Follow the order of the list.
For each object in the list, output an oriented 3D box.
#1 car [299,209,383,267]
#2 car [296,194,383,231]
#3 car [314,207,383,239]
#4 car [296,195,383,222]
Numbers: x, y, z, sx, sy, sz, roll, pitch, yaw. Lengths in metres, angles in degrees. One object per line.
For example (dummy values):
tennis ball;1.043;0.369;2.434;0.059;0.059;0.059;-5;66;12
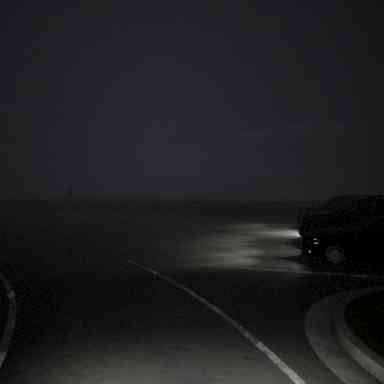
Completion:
car;6.049;1.454;10.266;5.008;1.535;1.882;0;0;17
car;9.268;1.177;20.260;5.566;2.045;2.150;0;0;17
car;8.484;1.526;16.841;4.181;1.385;1.994;0;0;17
car;7.268;1.191;13.553;5.566;2.045;2.150;0;0;17
